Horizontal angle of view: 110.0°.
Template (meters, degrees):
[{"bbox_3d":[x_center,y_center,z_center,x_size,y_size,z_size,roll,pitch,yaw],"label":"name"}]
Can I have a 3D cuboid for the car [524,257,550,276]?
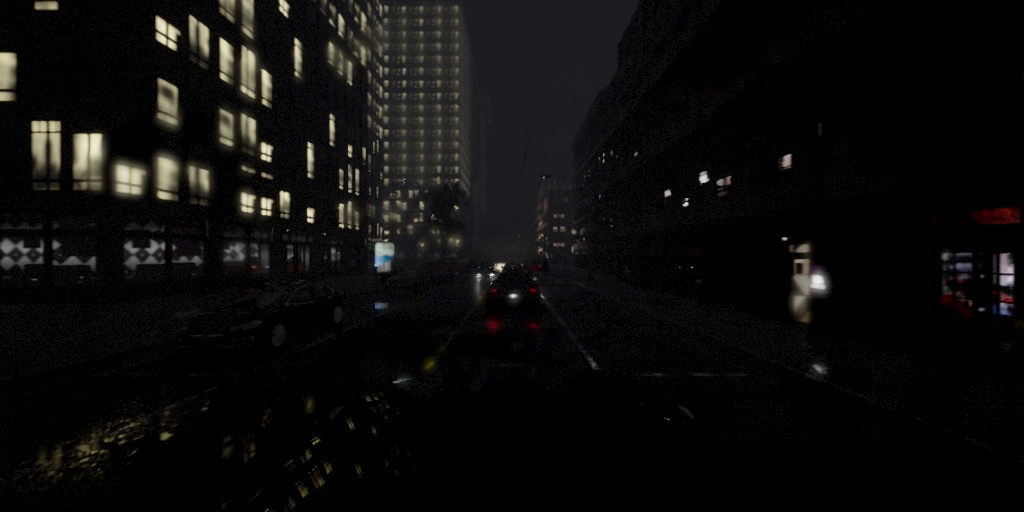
[{"bbox_3d":[2.701,1.052,36.589,2.192,1.841,5.009,0,0,0],"label":"car"}]

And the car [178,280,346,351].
[{"bbox_3d":[-5.688,1.297,8.836,2.007,1.370,4.403,0,0,0],"label":"car"}]

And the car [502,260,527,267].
[{"bbox_3d":[0.083,1.265,29.603,1.812,1.442,4.674,0,0,0],"label":"car"}]

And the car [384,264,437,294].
[{"bbox_3d":[-5.685,1.324,19.938,1.802,1.307,4.207,0,0,0],"label":"car"}]

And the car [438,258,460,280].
[{"bbox_3d":[-5.681,1.054,31.040,2.192,1.841,5.009,0,0,0],"label":"car"}]

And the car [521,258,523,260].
[{"bbox_3d":[2.706,1.175,53.242,1.967,1.591,4.097,0,0,0],"label":"car"}]

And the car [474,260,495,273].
[{"bbox_3d":[-3.082,1.243,42.811,1.837,1.490,4.892,0,0,0],"label":"car"}]

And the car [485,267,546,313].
[{"bbox_3d":[0.075,1.308,14.047,1.994,1.385,4.181,0,0,0],"label":"car"}]

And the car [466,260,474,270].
[{"bbox_3d":[-5.674,1.302,53.244,1.948,1.339,4.313,0,0,0],"label":"car"}]

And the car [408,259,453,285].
[{"bbox_3d":[-5.683,1.180,25.489,1.967,1.591,4.097,0,0,0],"label":"car"}]
